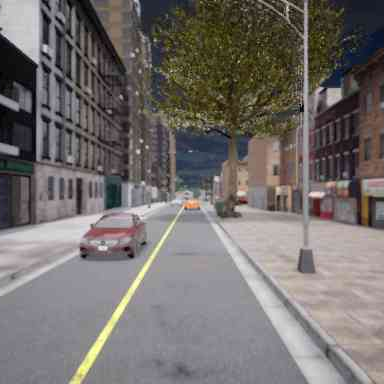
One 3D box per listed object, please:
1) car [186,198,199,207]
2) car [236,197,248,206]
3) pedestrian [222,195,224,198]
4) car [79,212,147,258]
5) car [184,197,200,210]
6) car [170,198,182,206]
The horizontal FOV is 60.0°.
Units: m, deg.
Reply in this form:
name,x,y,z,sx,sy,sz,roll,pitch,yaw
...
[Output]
name,x,y,z,sx,sy,sz,roll,pitch,yaw
car,0.129,1.812,59.901,1.837,1.490,4.892,0,-1,4
car,10.799,1.986,66.787,5.009,1.841,2.192,1,-1,0
pedestrian,3.002,1.203,32.497,0.375,1.860,0.375,0,0,-10
car,-2.839,1.540,12.901,1.812,1.442,4.674,0,0,0
car,0.039,1.512,46.562,2.097,1.767,4.553,0,-1,0
car,-2.767,1.840,60.228,1.812,1.442,4.674,0,-1,0
